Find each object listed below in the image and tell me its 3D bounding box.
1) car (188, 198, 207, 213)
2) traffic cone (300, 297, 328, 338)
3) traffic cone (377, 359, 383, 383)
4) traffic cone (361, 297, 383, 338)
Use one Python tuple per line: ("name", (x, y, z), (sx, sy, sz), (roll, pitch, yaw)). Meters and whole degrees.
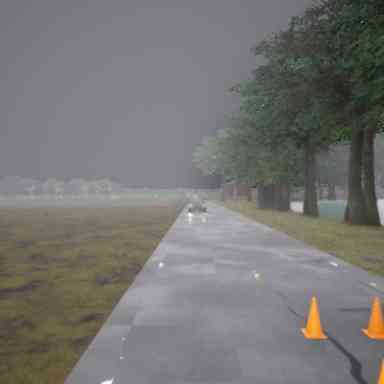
("car", (0.609, 1.527, 39.386), (2.097, 1.767, 4.553), (0, 0, 0))
("traffic cone", (1.959, 1.980, 5.343), (0.340, 0.580, 0.340), (0, 0, 0))
("traffic cone", (1.946, 1.975, 3.343), (0.340, 0.580, 0.340), (0, 0, 0))
("traffic cone", (2.959, 1.986, 5.337), (0.340, 0.580, 0.340), (0, 0, 0))
